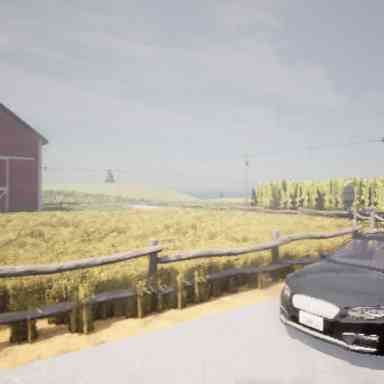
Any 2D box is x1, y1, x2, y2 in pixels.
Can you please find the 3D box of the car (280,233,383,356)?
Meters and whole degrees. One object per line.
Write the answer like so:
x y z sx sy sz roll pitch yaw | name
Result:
3.668 1.549 6.041 4.902 1.511 2.128 1 0 -35 | car

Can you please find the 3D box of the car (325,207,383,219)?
13.396 1.839 27.116 1.895 1.301 4.718 1 0 -35 | car
